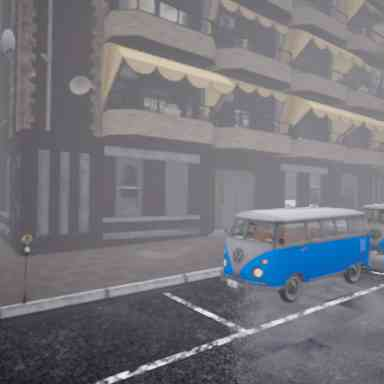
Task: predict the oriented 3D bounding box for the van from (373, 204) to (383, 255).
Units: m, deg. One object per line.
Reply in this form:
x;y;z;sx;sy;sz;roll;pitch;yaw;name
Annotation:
7.059;1.258;11.024;3.998;1.788;1.690;0;2;-35;van

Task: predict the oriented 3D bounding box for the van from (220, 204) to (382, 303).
2.536;1.292;7.838;3.998;1.788;1.690;0;2;-35;van
